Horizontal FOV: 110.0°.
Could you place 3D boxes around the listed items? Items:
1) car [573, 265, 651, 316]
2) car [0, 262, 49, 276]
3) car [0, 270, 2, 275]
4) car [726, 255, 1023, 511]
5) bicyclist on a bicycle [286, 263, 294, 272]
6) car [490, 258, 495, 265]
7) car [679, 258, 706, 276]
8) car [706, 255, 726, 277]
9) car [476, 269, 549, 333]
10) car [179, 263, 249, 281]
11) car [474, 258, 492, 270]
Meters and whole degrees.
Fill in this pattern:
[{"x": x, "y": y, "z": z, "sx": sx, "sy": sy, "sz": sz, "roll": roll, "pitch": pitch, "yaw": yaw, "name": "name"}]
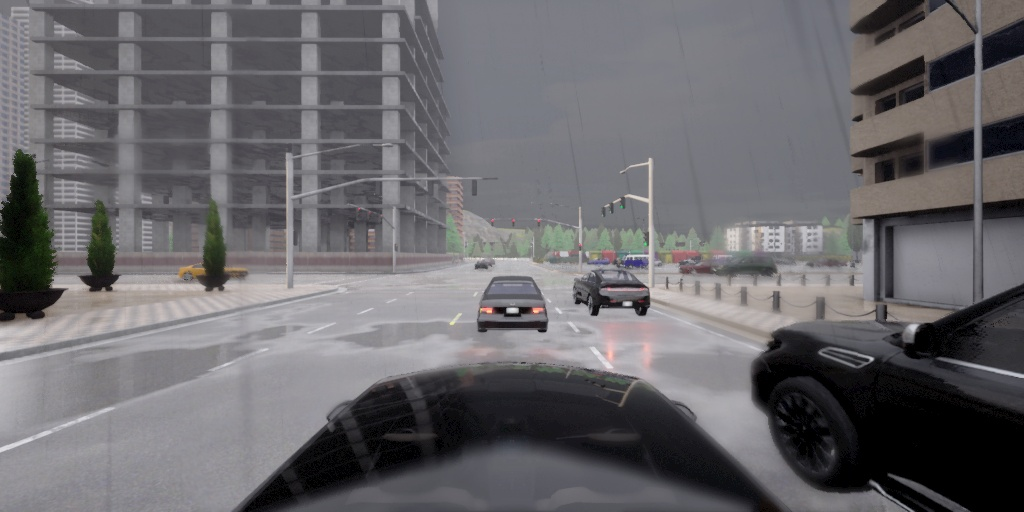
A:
[{"x": 3.489, "y": 1.241, "z": 13.325, "sx": 2.128, "sy": 1.511, "sz": 4.902, "roll": 0, "pitch": 0, "yaw": -1, "name": "car"}, {"x": -51.211, "y": 1.331, "z": 36.960, "sx": 4.674, "sy": 1.442, "sz": 1.812, "roll": 0, "pitch": 0, "yaw": 0, "name": "car"}, {"x": -50.854, "y": 1.283, "z": 33.460, "sx": 5.008, "sy": 1.535, "sz": 1.882, "roll": 0, "pitch": 0, "yaw": 0, "name": "car"}, {"x": 3.603, "y": 0.972, "z": 1.386, "sx": 2.150, "sy": 2.045, "sz": 5.566, "roll": 0, "pitch": 0, "yaw": 0, "name": "car"}, {"x": -25.993, "y": 1.106, "z": 42.007, "sx": 0.582, "sy": 1.620, "sz": 1.656, "roll": 0, "pitch": 0, "yaw": 0, "name": "bicyclist on a bicycle"}, {"x": -4.571, "y": 1.228, "z": 64.766, "sx": 1.882, "sy": 1.535, "sz": 5.008, "roll": 0, "pitch": 1, "yaw": 0, "name": "car"}, {"x": 20.235, "y": 1.283, "z": 37.627, "sx": 5.008, "sy": 1.535, "sz": 1.882, "roll": 0, "pitch": 0, "yaw": 0, "name": "car"}, {"x": 22.104, "y": 1.026, "z": 34.143, "sx": 5.566, "sy": 2.045, "sz": 2.150, "roll": 0, "pitch": 0, "yaw": 0, "name": "car"}, {"x": 0.015, "y": 1.297, "z": 10.741, "sx": 2.033, "sy": 1.411, "sz": 5.357, "roll": 0, "pitch": 0, "yaw": 0, "name": "car"}, {"x": -24.873, "y": 1.283, "z": 30.033, "sx": 5.008, "sy": 1.535, "sz": 1.882, "roll": 0, "pitch": 0, "yaw": 0, "name": "car"}, {"x": -4.457, "y": 1.351, "z": 52.911, "sx": 1.895, "sy": 1.301, "sz": 4.718, "roll": 0, "pitch": 0, "yaw": -1, "name": "car"}]
